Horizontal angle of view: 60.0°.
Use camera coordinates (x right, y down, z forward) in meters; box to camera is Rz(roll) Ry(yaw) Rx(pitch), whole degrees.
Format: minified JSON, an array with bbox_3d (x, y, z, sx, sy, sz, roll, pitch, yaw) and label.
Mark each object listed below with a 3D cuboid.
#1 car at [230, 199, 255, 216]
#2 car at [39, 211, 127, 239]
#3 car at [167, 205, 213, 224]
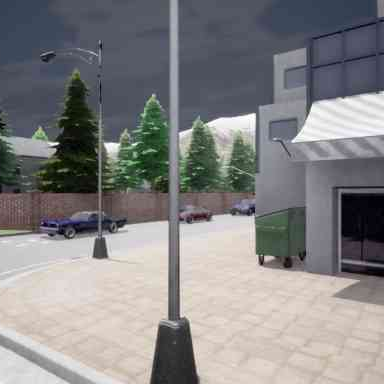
[{"bbox_3d":[5.884,1.528,35.090,2.097,1.767,4.553,0,0,37],"label":"car"},{"bbox_3d":[-6.089,1.776,18.942,1.895,1.301,4.718,0,0,37],"label":"car"},{"bbox_3d":[-0.108,1.740,27.008,1.994,1.385,4.181,0,0,37],"label":"car"}]
